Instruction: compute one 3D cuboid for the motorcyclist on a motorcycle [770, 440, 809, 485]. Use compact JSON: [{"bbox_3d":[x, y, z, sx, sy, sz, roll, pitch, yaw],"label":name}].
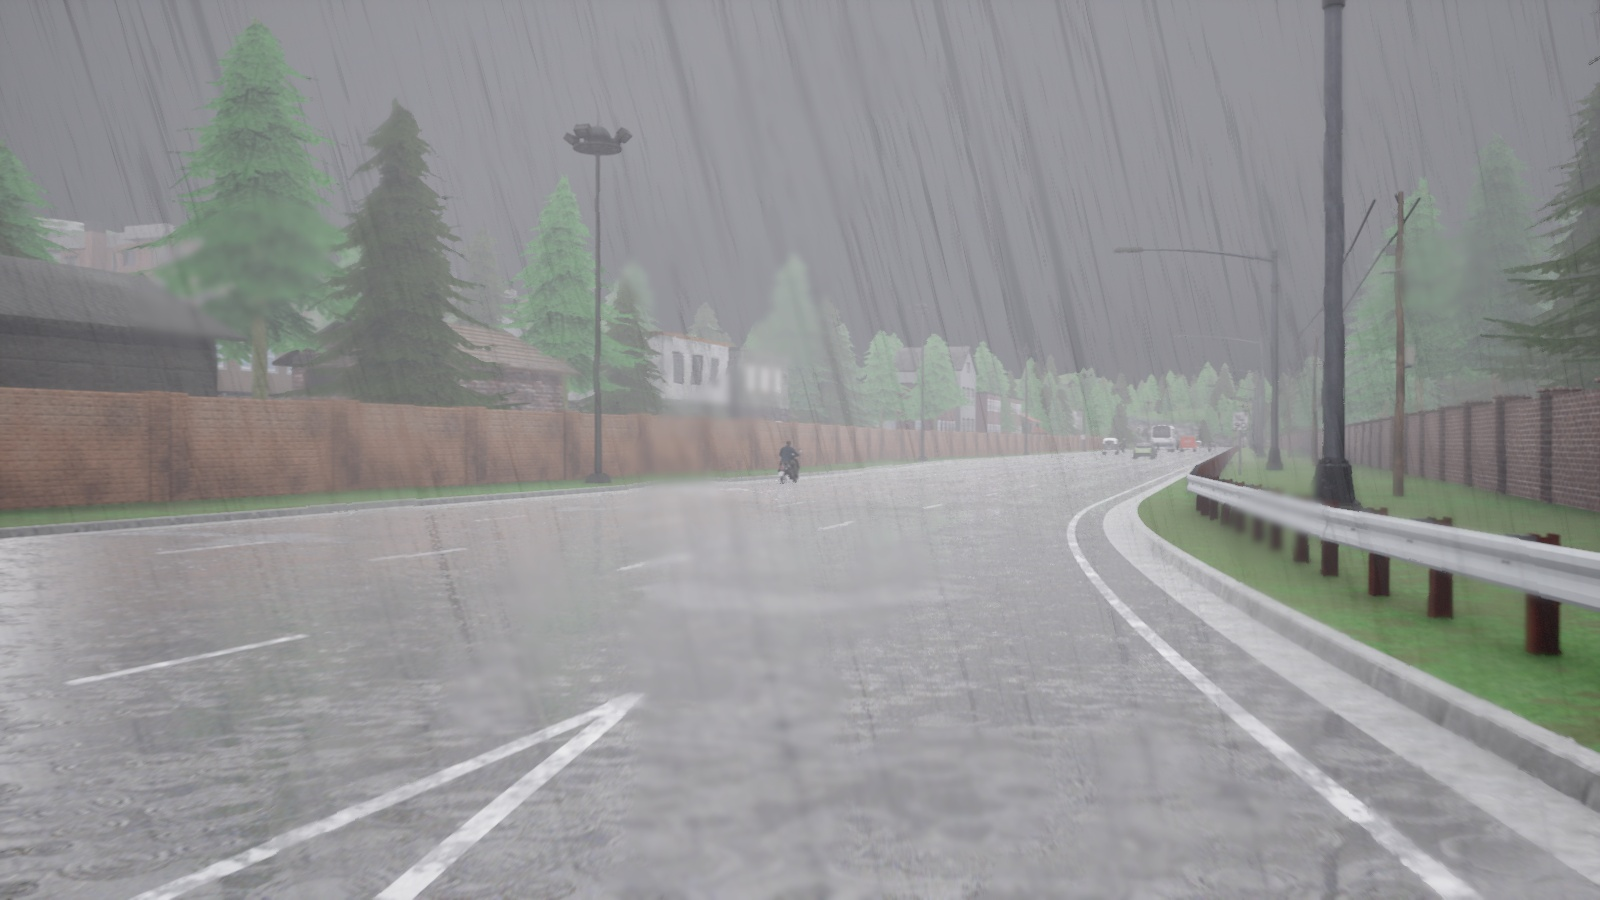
[{"bbox_3d":[-0.362,0.441,45.847,0.866,1.590,1.817,0,0,19],"label":"motorcyclist on a motorcycle"}]
